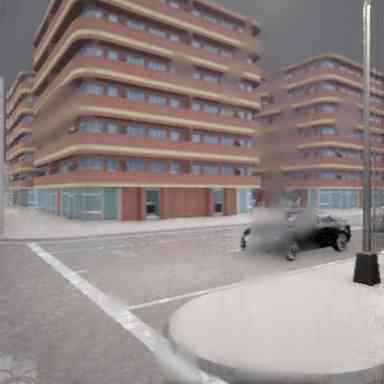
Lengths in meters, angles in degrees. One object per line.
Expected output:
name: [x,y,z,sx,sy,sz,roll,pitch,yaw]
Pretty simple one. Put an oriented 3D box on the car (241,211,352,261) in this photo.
car: [3.957,1.485,12.340,4.902,1.511,2.128,0,0,-35]
